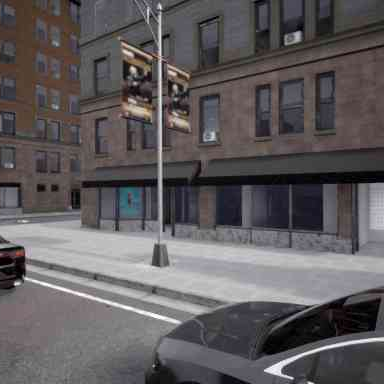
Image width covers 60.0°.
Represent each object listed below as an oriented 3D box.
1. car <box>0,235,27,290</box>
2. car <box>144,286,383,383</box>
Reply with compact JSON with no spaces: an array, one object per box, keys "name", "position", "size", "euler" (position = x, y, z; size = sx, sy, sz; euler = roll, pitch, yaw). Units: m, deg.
[{"name":"car","position":[-5.929,1.478,7.890],"size":[5.008,1.535,1.882],"euler":[0,0,35]},{"name":"car","position":[1.805,1.505,2.400],"size":[4.892,1.490,1.837],"euler":[0,0,35]}]
